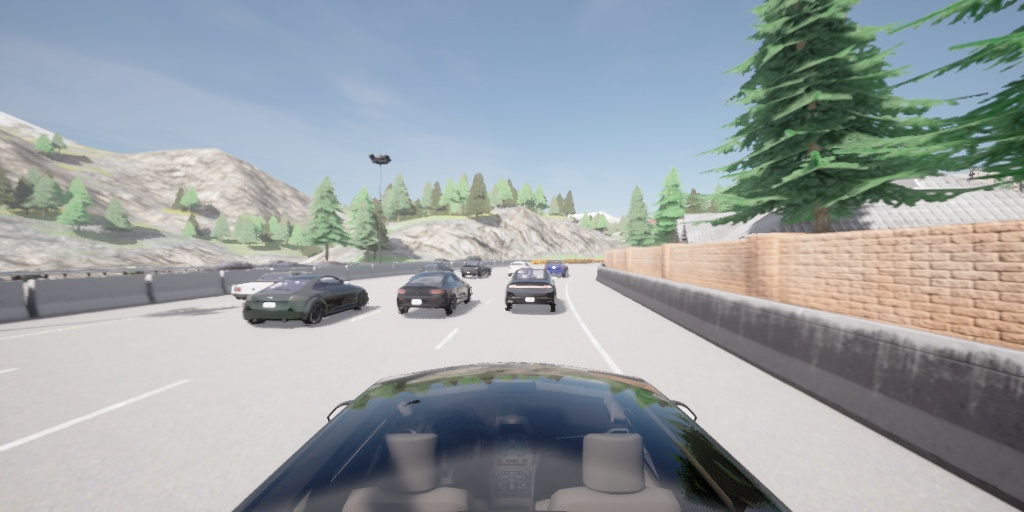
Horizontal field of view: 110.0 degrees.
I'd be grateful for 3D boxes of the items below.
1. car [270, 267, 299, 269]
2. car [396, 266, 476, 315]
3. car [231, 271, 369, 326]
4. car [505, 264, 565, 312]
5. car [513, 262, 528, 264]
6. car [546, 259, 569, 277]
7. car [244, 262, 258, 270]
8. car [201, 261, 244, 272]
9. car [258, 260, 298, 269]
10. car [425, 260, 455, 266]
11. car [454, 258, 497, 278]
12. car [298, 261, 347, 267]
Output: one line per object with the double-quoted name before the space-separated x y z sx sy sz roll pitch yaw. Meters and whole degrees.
"car" -9.611 1.324 15.908 1.895 1.301 4.718 0 0 5
"car" -2.782 1.269 13.472 1.812 1.442 4.674 0 0 5
"car" -6.425 1.296 11.695 1.994 1.385 4.181 0 0 4
"car" 0.809 1.245 14.376 2.128 1.511 4.902 0 0 5
"car" 0.850 1.281 35.719 1.812 1.442 4.674 0 0 13
"car" 4.418 1.116 35.499 2.097 1.767 4.553 0 0 14
"car" -24.165 1.175 36.897 2.128 1.511 4.902 0 0 12
"car" -27.968 1.220 36.028 2.033 1.411 5.357 0 0 11
"car" -21.179 1.256 34.055 1.994 1.385 4.181 0 0 12
"car" -6.935 1.297 32.943 1.994 1.385 4.181 0 0 12
"car" -3.260 1.235 33.417 2.128 1.511 4.902 0 0 12
"car" -17.594 1.228 34.224 1.812 1.442 4.674 0 0 12
